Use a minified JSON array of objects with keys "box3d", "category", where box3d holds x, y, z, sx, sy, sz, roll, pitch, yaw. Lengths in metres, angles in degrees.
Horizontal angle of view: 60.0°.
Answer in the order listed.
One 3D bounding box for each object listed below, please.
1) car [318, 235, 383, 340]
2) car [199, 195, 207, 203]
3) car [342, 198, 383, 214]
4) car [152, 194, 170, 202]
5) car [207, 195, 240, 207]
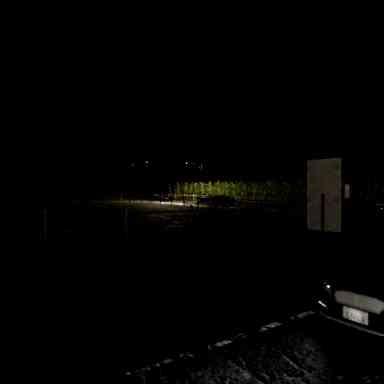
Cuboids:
[{"box3d":[4.313,1.492,6.160,4.902,1.511,2.128,0,0,-36],"category":"car"},{"box3d":[2.637,1.192,55.927,2.128,1.511,4.902,0,0,-33],"category":"car"},{"box3d":[16.845,1.383,33.889,2.128,1.511,4.902,0,0,-33],"category":"car"},{"box3d":[-5.881,1.164,62.726,1.837,1.490,4.892,0,0,-32],"category":"car"},{"box3d":[4.604,1.264,45.992,1.837,1.490,4.892,0,0,-33],"category":"car"}]
